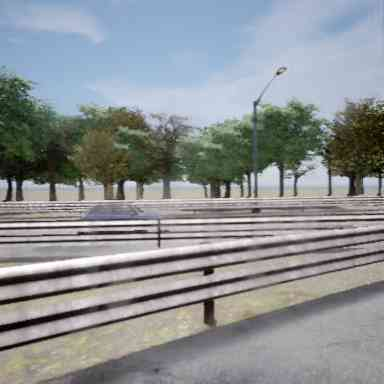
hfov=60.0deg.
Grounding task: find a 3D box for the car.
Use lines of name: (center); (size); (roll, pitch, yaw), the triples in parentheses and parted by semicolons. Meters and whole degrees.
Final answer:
car: (-3.405, 1.397, 17.193); (4.553, 1.767, 2.097); (-1, 1, -5)
